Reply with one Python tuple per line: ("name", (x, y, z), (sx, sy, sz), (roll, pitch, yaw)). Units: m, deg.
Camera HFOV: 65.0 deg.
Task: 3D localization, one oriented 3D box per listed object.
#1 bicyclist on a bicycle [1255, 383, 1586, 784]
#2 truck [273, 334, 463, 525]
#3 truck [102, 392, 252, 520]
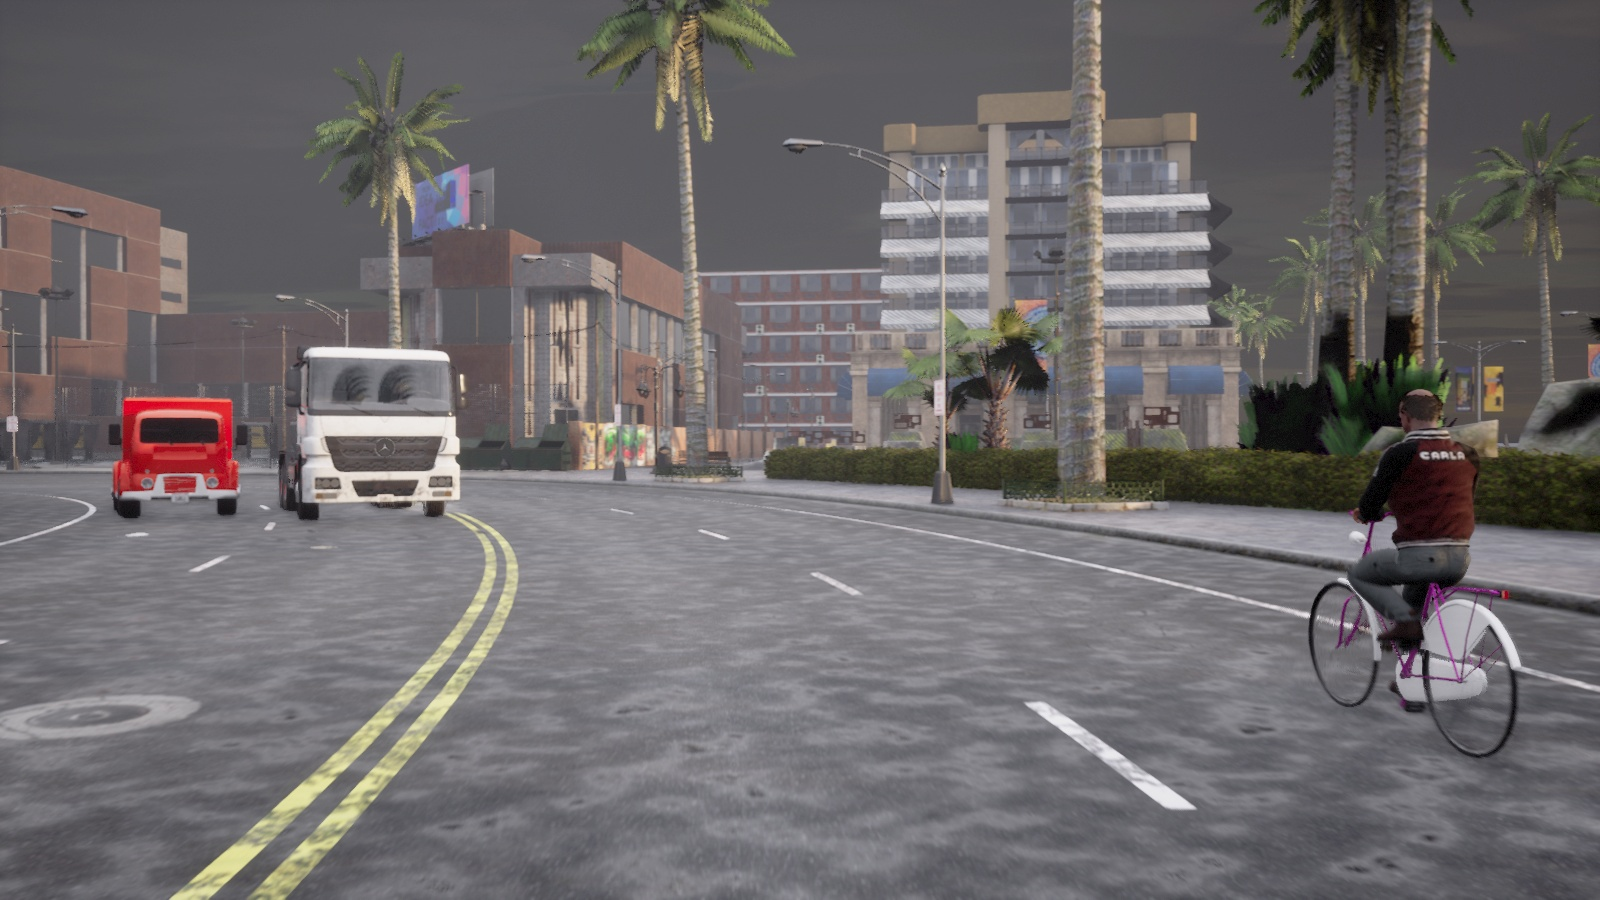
("bicyclist on a bicycle", (3.096, 0.582, 6.502), (0.659, 1.776, 1.843), (0, 1, -6))
("truck", (-9.519, -0.394, 27.045), (2.891, 3.462, 7.936), (0, 0, -26))
("truck", (-13.409, 0.099, 27.029), (2.627, 2.467, 5.204), (0, 0, -27))
